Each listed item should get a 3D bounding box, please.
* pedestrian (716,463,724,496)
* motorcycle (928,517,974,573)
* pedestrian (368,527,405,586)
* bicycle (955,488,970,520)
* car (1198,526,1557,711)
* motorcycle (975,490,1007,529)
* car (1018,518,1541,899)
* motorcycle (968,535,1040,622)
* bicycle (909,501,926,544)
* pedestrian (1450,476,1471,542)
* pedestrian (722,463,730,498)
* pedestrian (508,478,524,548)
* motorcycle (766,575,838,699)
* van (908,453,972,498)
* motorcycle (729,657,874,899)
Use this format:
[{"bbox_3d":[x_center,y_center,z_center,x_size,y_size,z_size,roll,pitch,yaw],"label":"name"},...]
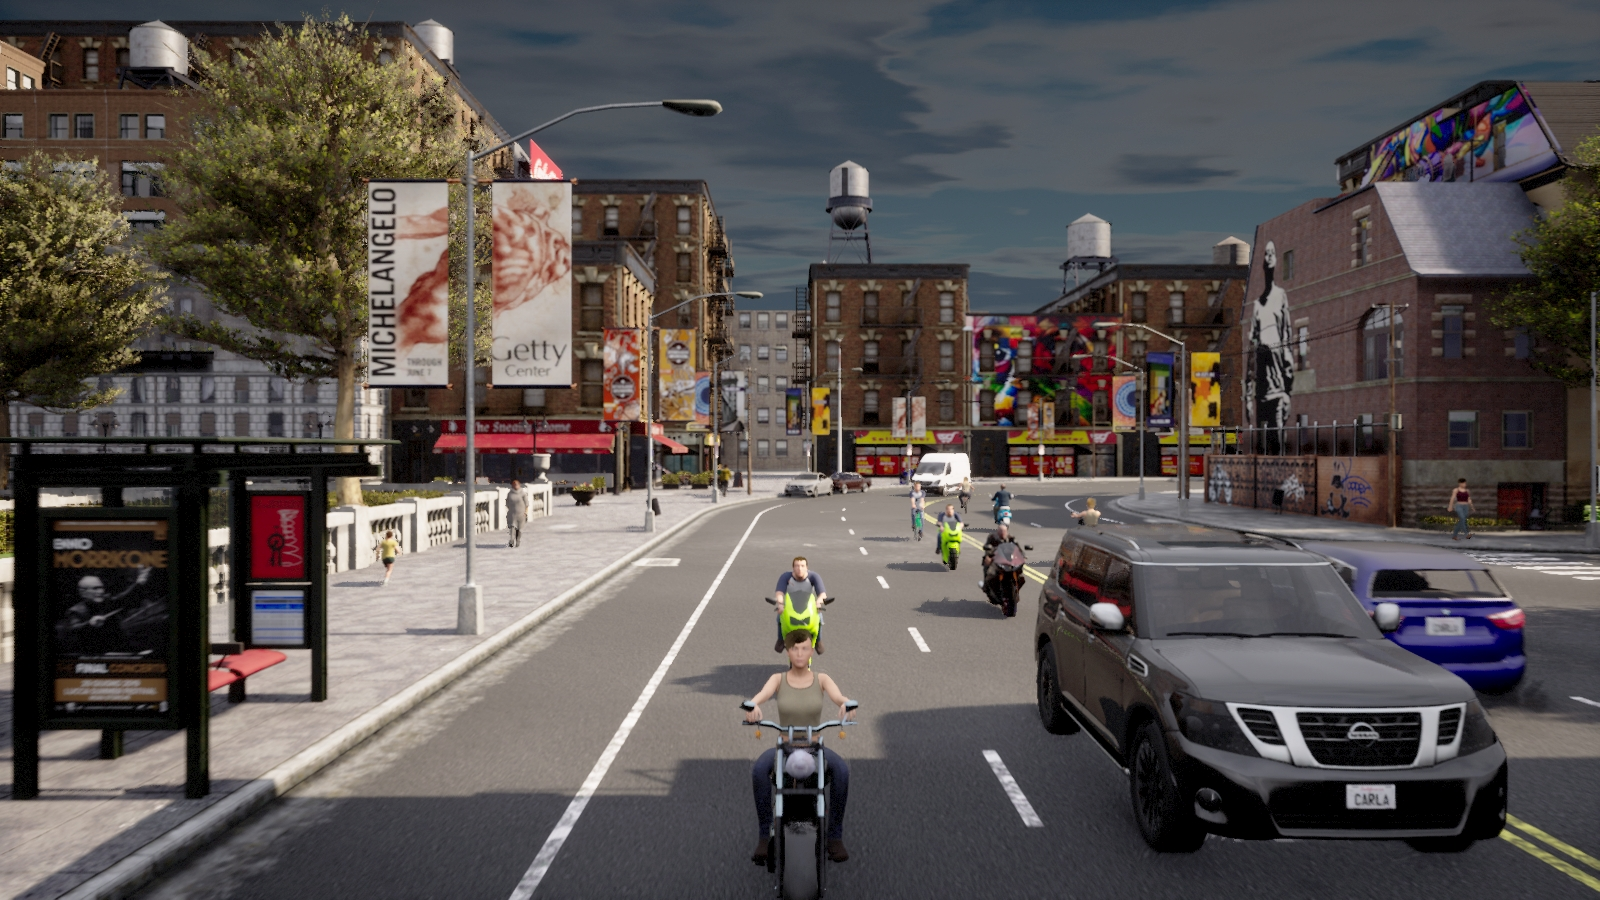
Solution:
[{"bbox_3d":[-4.556,1.660,65.181,0.375,1.860,0.375,0,0,14],"label":"pedestrian"},{"bbox_3d":[3.526,2.197,26.829,0.803,1.145,2.033,0,0,0],"label":"motorcycle"},{"bbox_3d":[-8.020,2.063,22.185,0.500,1.100,0.500,0,0,6],"label":"pedestrian"},{"bbox_3d":[6.607,2.179,46.392,0.373,1.196,1.643,0,0,0],"label":"bicycle"},{"bbox_3d":[7.000,1.960,14.562,2.242,1.667,4.611,0,0,0],"label":"car"},{"bbox_3d":[6.915,2.145,41.516,0.764,1.277,2.356,0,0,0],"label":"motorcycle"},{"bbox_3d":[3.471,1.773,9.792,2.150,2.045,5.566,0,0,0],"label":"car"},{"bbox_3d":[3.504,2.193,19.823,0.867,1.251,2.209,0,0,0],"label":"motorcycle"},{"bbox_3d":[3.575,2.185,34.728,0.373,1.196,1.643,0,0,1],"label":"bicycle"},{"bbox_3d":[18.796,1.677,32.538,0.375,1.860,0.375,0,0,-2],"label":"pedestrian"},{"bbox_3d":[-4.058,1.660,62.324,0.375,1.860,0.375,0,0,6],"label":"pedestrian"},{"bbox_3d":[-7.618,1.678,30.655,0.375,1.860,0.375,0,0,-4],"label":"pedestrian"},{"bbox_3d":[0.020,2.203,13.788,0.803,1.145,2.033,0,0,0],"label":"motorcycle"},{"bbox_3d":[8.480,1.495,68.786,1.988,2.561,5.915,0,0,27],"label":"van"},{"bbox_3d":[0.009,2.165,7.200,0.764,1.277,2.356,0,0,0],"label":"motorcycle"}]
